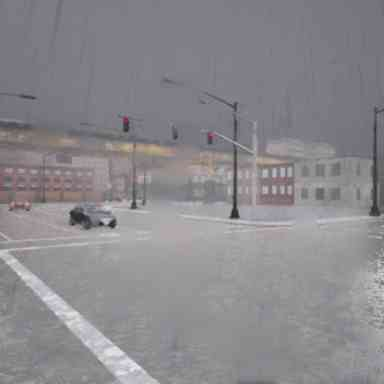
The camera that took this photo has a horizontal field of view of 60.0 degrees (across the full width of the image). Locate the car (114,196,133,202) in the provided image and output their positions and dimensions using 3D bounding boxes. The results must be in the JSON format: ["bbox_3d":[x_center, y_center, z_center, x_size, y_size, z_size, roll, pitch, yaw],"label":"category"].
[{"bbox_3d":[-18.049,1.926,91.594,4.974,1.542,2.038,0,0,24],"label":"car"}]

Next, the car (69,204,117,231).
[{"bbox_3d":[-6.566,1.591,21.814,2.128,1.511,4.902,1,0,-37],"label":"car"}]

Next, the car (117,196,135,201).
[{"bbox_3d":[-18.095,1.768,91.616,4.536,1.218,1.853,0,0,24],"label":"car"}]

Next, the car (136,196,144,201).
[{"bbox_3d":[-14.323,1.805,91.745,1.853,1.218,4.536,1,0,-6],"label":"car"}]

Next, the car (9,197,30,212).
[{"bbox_3d":[-21.382,1.401,41.197,2.097,1.767,4.553,1,-1,-28],"label":"car"}]

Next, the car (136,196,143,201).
[{"bbox_3d":[-14.319,1.962,91.693,2.038,1.542,4.974,1,0,-6],"label":"car"}]
